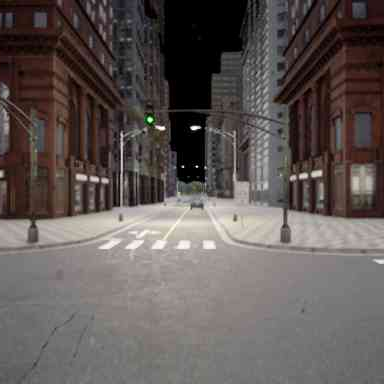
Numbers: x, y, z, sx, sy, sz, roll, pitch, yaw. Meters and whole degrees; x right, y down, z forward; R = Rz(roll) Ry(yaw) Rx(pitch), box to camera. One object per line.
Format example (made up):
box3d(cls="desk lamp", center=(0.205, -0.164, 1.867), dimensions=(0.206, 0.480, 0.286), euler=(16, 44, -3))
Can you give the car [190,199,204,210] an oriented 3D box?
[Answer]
box3d(cls="car", center=(0.814, 1.933, 53.190), dimensions=(2.097, 1.767, 4.553), euler=(0, -1, 1))
